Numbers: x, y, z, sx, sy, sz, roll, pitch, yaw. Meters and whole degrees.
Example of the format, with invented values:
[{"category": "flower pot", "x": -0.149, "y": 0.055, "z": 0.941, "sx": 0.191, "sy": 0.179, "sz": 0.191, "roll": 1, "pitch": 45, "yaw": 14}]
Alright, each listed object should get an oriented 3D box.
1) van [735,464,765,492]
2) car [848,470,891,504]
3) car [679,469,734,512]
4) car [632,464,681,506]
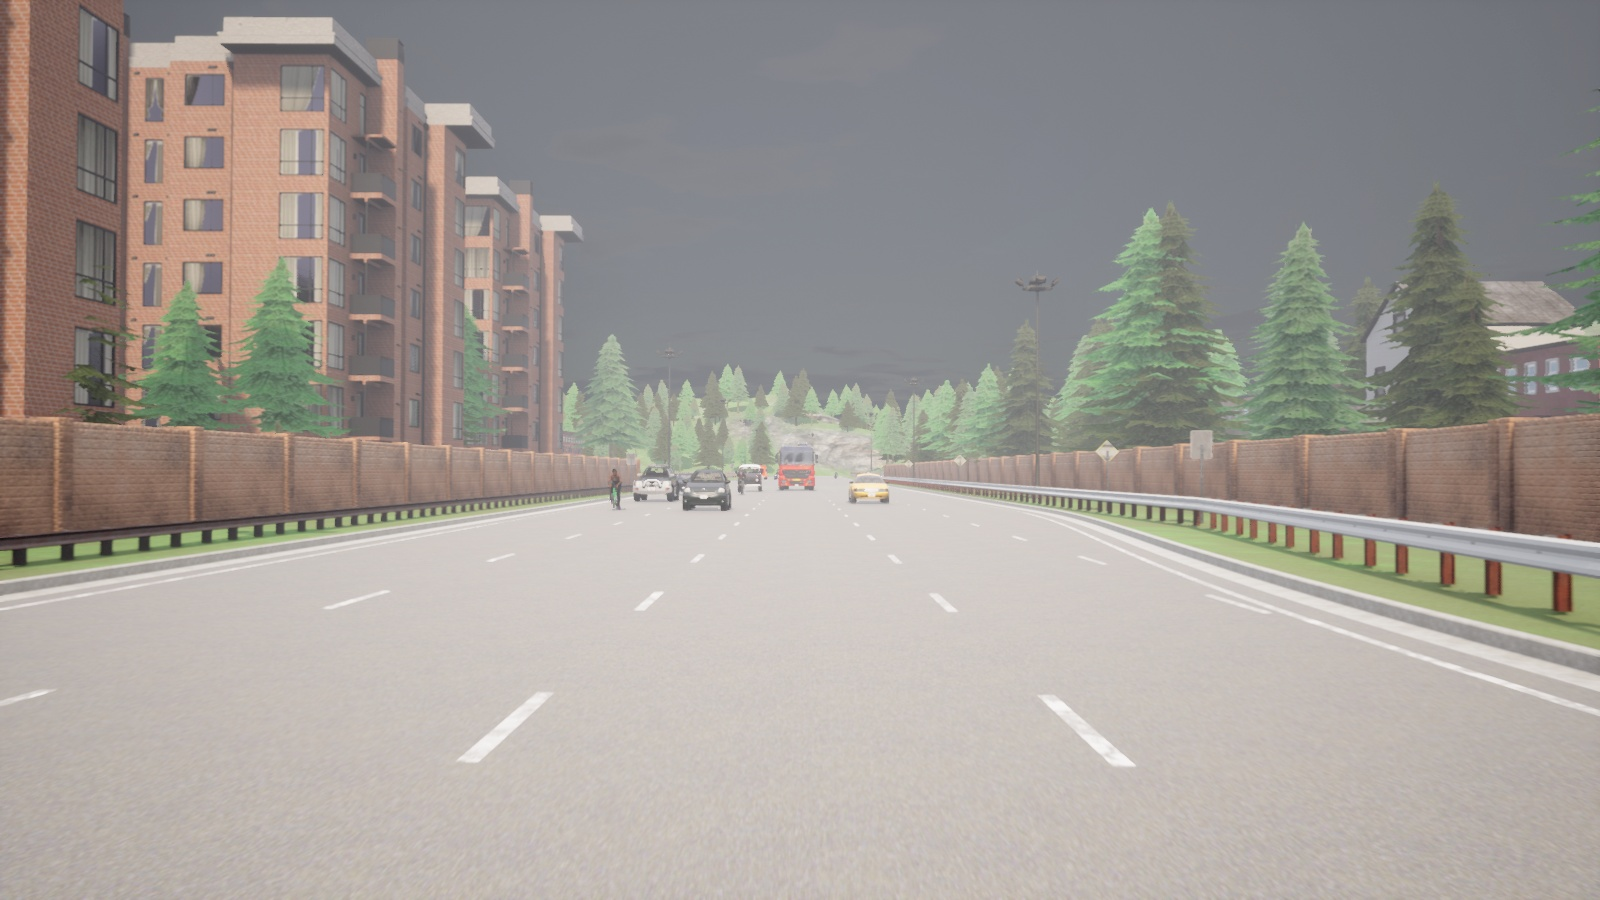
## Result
[{"category": "van", "x": -3.729, "y": 2.117, "z": 94.020, "sx": 2.069, "sy": 2.038, "sz": 4.480, "roll": 0, "pitch": -1, "yaw": 0}, {"category": "car", "x": 3.351, "y": 1.758, "z": 61.205, "sx": 1.801, "sy": 1.575, "sz": 5.366, "roll": 0, "pitch": -1, "yaw": 0}, {"category": "car", "x": -3.620, "y": 1.546, "z": 49.257, "sx": 1.851, "sy": 1.617, "sz": 3.988, "roll": 0, "pitch": -1, "yaw": 0}, {"category": "car", "x": -7.153, "y": 1.698, "z": 63.000, "sx": 1.932, "sy": 1.855, "sz": 4.605, "roll": 0, "pitch": 1, "yaw": 0}]
